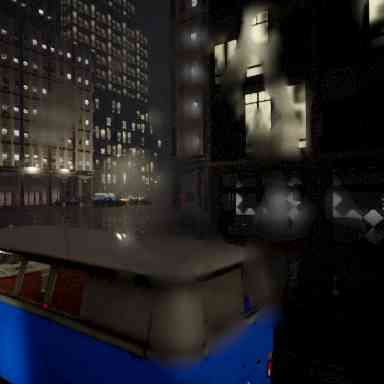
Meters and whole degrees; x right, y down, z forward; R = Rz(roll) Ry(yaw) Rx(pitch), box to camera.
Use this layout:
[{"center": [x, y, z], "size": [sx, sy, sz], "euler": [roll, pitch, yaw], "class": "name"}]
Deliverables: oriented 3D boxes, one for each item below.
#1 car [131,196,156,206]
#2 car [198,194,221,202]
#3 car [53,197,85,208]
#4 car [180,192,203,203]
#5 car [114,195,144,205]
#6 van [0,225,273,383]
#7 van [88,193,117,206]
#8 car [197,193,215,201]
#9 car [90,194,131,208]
[{"center": [-6.811, 1.230, 45.626], "size": [2.008, 1.369, 4.403], "euler": [0, 0, 36], "class": "car"}, {"center": [3.181, 1.101, 59.273], "size": [2.008, 1.369, 4.403], "euler": [0, 0, 36], "class": "car"}, {"center": [-16.926, 1.403, 45.994], "size": [1.947, 1.339, 4.313], "euler": [0, 0, 36], "class": "car"}, {"center": [-0.152, 0.908, 54.723], "size": [2.192, 1.841, 5.009], "euler": [0, 0, 36], "class": "car"}, {"center": [-10.363, 1.278, 54.958], "size": [1.752, 1.417, 4.829], "euler": [0, 0, 36], "class": "car"}, {"center": [-1.112, 1.342, 3.684], "size": [3.998, 1.788, 1.690], "euler": [0, -1, 36], "class": "van"}, {"center": [-13.596, 1.135, 50.544], "size": [1.690, 1.788, 3.998], "euler": [0, 0, 36], "class": "van"}, {"center": [3.065, 1.016, 73.299], "size": [1.967, 1.590, 4.097], "euler": [0, 0, 36], "class": "car"}, {"center": [-10.141, 1.267, 41.077], "size": [1.887, 1.381, 4.507], "euler": [0, 0, 36], "class": "car"}]
